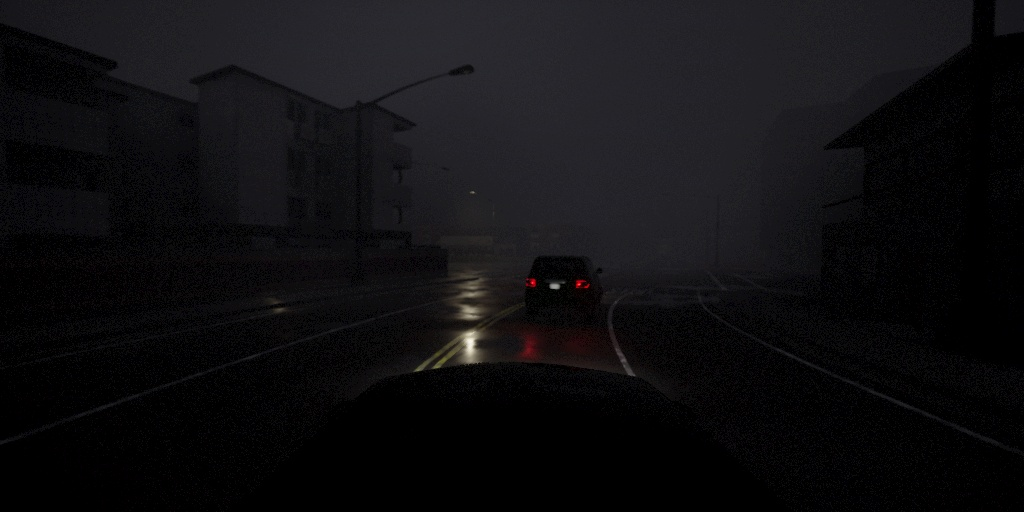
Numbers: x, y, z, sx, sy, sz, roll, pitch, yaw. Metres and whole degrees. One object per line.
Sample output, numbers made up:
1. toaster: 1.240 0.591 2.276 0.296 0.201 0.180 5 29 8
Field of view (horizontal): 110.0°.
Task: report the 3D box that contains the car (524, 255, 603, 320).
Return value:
1. car: 2.041 0.997 13.162 2.150 2.045 5.566 1 0 17
